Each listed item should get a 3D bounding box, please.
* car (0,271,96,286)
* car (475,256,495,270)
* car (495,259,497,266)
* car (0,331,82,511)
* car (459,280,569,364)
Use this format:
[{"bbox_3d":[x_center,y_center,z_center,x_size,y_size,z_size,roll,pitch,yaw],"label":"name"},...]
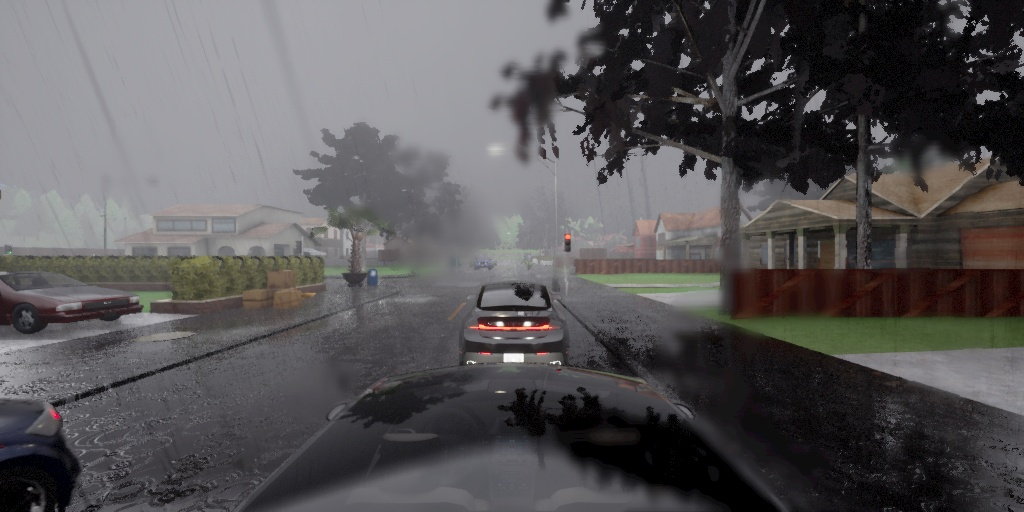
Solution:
[{"bbox_3d":[-34.213,1.241,26.757,4.902,1.511,2.128,0,0,0],"label":"car"},{"bbox_3d":[-4.072,0.971,52.269,2.150,2.045,5.566,0,0,0],"label":"car"},{"bbox_3d":[-4.039,1.241,62.319,2.128,1.511,4.902,0,0,0],"label":"car"},{"bbox_3d":[-4.101,1.314,0.778,1.994,1.385,4.181,0,0,0],"label":"car"},{"bbox_3d":[0.046,1.255,7.667,1.837,1.490,4.892,0,0,1],"label":"car"}]
